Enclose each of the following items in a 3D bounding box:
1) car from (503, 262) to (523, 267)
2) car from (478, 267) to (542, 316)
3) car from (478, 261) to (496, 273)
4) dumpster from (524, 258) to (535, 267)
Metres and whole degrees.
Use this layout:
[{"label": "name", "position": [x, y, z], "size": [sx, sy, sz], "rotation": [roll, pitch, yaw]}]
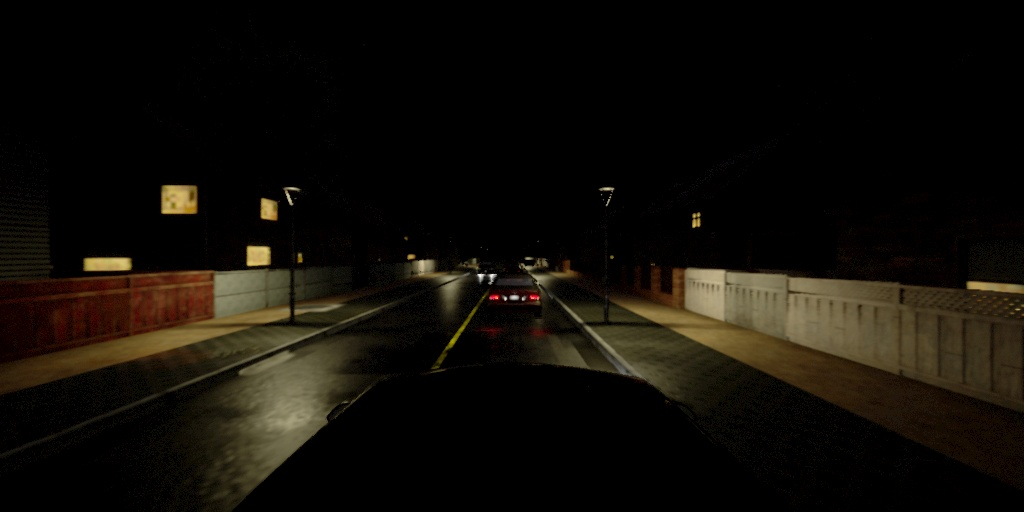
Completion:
[{"label": "car", "position": [0.090, 1.275, 34.285], "size": [1.812, 1.442, 4.674], "rotation": [0, 0, 0]}, {"label": "car", "position": [0.082, 1.298, 13.309], "size": [2.033, 1.411, 5.357], "rotation": [0, 0, 0]}, {"label": "car", "position": [-2.853, 1.296, 41.522], "size": [2.033, 1.411, 5.357], "rotation": [0, 0, 0]}, {"label": "dumpster", "position": [2.999, 1.136, 62.461], "size": [1.020, 1.700, 1.940], "rotation": [0, 0, 0]}]
